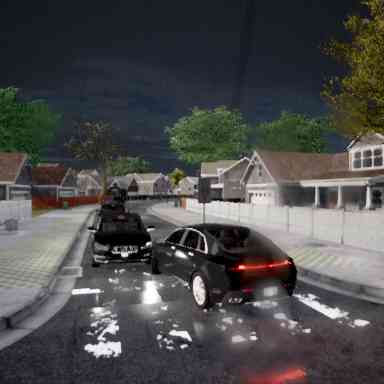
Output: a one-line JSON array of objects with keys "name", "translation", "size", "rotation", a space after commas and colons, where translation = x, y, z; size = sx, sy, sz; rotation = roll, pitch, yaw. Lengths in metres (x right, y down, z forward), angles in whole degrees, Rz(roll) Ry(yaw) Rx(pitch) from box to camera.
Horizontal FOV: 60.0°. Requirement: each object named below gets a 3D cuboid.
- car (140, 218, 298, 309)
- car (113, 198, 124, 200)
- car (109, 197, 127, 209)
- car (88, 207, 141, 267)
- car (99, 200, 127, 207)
[{"name": "car", "translation": [0.382, 1.503, 8.015], "size": [1.837, 1.490, 4.892], "rotation": [0, 0, -24]}, {"name": "car", "translation": [-7.670, 1.478, 31.406], "size": [2.128, 1.511, 4.902], "rotation": [0, 0, -13]}, {"name": "car", "translation": [-10.444, 1.521, 47.067], "size": [1.812, 1.442, 4.674], "rotation": [0, 0, -4]}, {"name": "car", "translation": [-2.485, 1.491, 11.563], "size": [1.837, 1.490, 4.892], "rotation": [0, 0, -15]}, {"name": "car", "translation": [-5.053, 1.492, 21.238], "size": [1.837, 1.490, 4.892], "rotation": [0, 0, -15]}]
